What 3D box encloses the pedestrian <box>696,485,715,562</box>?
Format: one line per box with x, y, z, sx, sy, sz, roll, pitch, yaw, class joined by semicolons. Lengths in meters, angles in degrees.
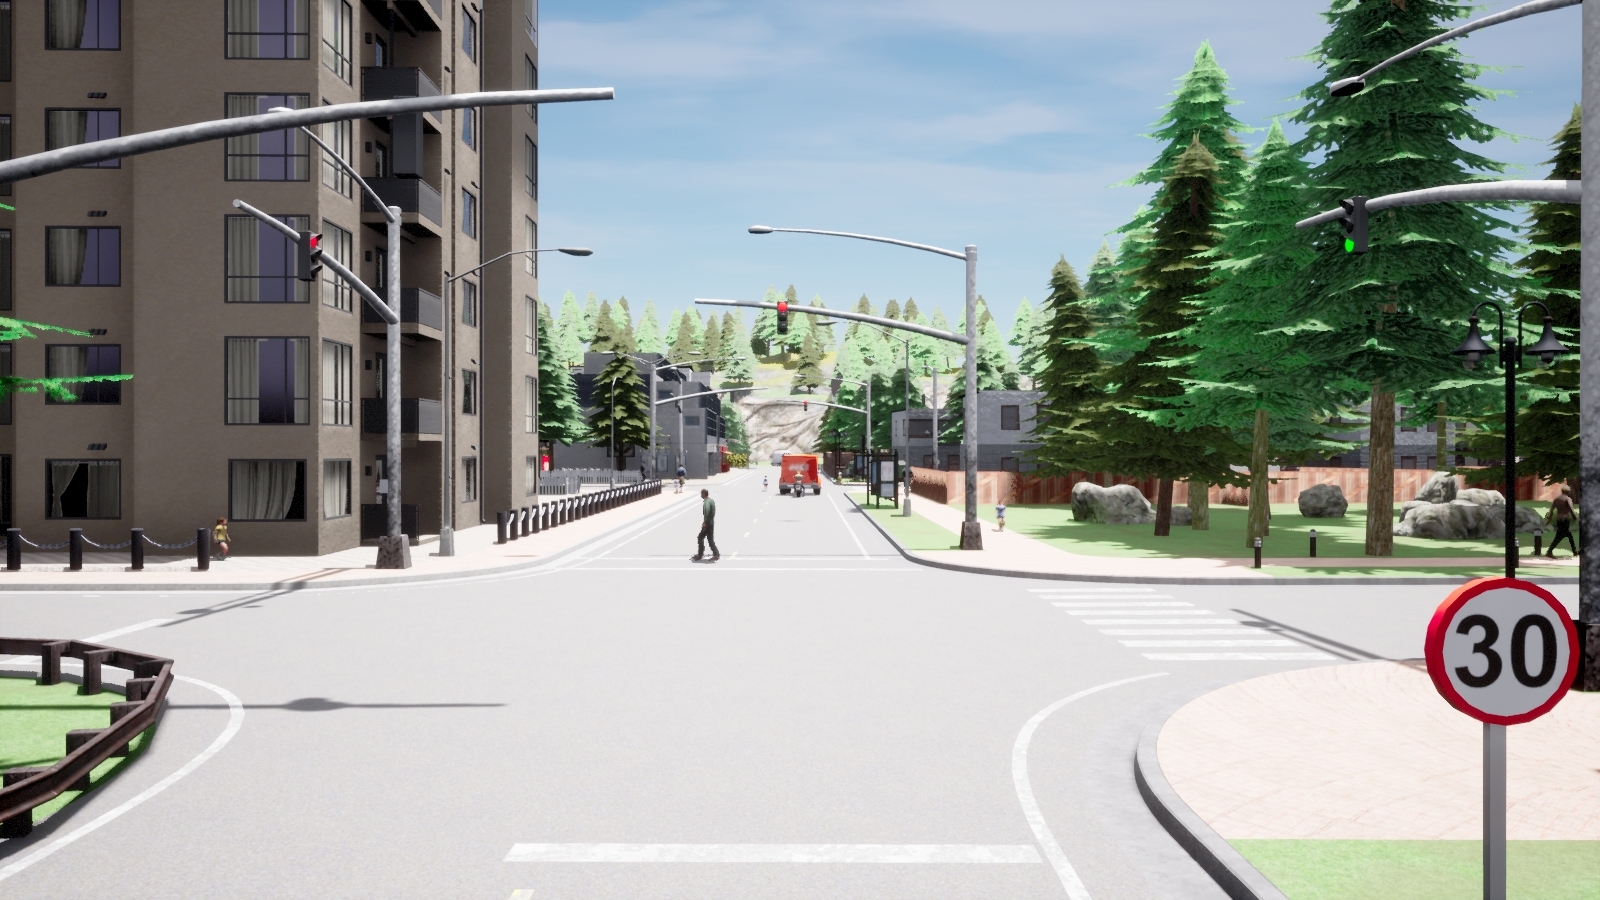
-2.334;1.812;28.269;0.375;1.860;0.375;0;0;15;pedestrian

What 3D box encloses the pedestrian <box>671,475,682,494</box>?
-7.294;2.019;67.466;0.500;1.100;0.500;0;0;-38;pedestrian

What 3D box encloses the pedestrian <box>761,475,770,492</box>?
-2.251;2.166;74.926;0.500;1.100;0.500;0;0;15;pedestrian

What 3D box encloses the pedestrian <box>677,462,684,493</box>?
-7.180;1.636;68.852;0.375;1.860;0.375;0;0;0;pedestrian

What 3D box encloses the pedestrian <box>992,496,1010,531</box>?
6.429;2.036;36.595;0.500;1.100;0.500;0;0;-1;pedestrian

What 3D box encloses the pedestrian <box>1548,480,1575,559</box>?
18.151;1.647;27.230;0.375;1.860;0.375;0;0;-11;pedestrian

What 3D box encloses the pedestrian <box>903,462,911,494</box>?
6.188;1.638;66.125;0.375;1.860;0.375;0;0;-1;pedestrian

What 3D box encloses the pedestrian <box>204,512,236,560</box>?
-13.744;2.040;27.079;0.500;1.100;0.500;0;0;2;pedestrian

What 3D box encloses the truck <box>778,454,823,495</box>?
0.071;1.506;71.518;2.627;2.467;5.204;0;0;3;truck
